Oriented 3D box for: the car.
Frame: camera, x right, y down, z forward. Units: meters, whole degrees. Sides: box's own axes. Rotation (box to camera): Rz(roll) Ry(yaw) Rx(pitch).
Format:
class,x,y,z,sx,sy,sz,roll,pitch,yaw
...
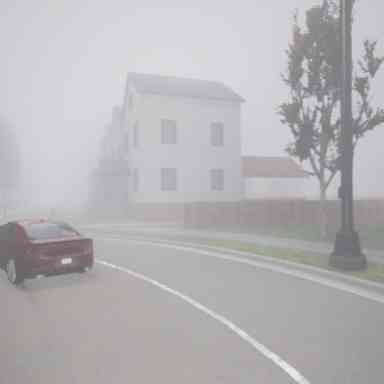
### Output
class,x,y,z,sx,sy,sz,roll,pitch,yaw
car,-4.764,1.533,9.890,1.882,1.535,5.008,1,0,-44
